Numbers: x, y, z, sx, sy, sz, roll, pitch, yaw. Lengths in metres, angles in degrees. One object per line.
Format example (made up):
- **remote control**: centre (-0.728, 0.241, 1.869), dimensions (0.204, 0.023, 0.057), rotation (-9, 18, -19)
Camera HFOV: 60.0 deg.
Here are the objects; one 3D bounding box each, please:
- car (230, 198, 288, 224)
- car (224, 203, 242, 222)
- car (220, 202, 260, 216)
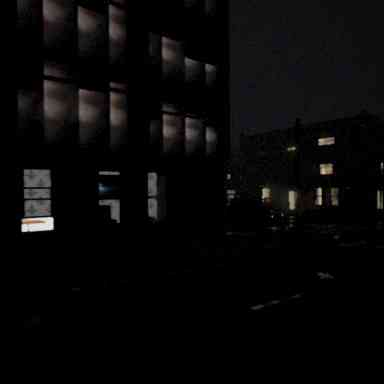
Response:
- **car**: centre (5.420, 1.508, 28.344), dimensions (2.150, 2.045, 5.566), rotation (-1, 0, -37)
- **car**: centre (1.803, 1.919, 28.641), dimensions (1.947, 1.339, 4.313), rotation (-2, 0, -37)
- **car**: centre (5.428, 1.897, 38.235), dimensions (2.008, 1.369, 4.403), rotation (-2, 0, -37)
